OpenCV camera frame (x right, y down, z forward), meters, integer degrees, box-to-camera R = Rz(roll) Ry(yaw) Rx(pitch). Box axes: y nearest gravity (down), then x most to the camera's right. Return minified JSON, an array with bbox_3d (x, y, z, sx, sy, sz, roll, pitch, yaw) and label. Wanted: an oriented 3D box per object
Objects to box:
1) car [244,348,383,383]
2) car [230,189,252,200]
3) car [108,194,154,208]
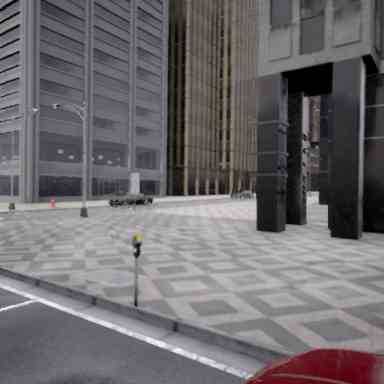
[{"bbox_3d":[2.242,1.560,1.358,4.507,1.381,1.887,1,1,36],"label":"car"},{"bbox_3d":[7.783,0.384,52.357,1.837,1.490,4.892,1,1,36],"label":"car"},{"bbox_3d":[-6.088,0.850,33.317,1.895,1.301,4.718,1,2,36],"label":"car"}]
